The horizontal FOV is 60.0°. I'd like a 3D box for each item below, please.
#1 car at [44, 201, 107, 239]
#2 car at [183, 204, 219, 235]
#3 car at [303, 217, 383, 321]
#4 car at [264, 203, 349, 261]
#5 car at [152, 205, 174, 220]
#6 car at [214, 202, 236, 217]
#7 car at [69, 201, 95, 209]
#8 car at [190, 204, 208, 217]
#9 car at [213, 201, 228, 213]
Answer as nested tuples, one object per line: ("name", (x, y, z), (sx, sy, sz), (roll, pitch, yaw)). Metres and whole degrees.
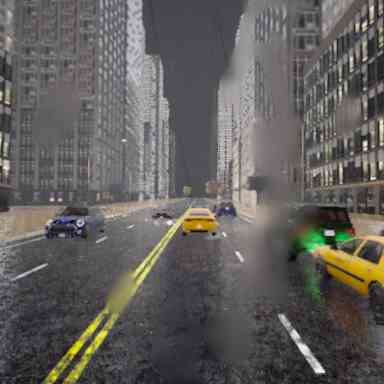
("car", (-6.303, 1.546, 18.473), (2.097, 1.767, 4.553), (0, -1, 1))
("car", (0.444, 1.764, 20.771), (1.882, 1.535, 5.008), (1, 0, 1))
("car", (4.319, 1.597, 7.446), (1.801, 1.575, 5.366), (0, -1, 1))
("car", (4.429, 1.446, 13.289), (2.150, 2.045, 5.566), (0, -1, 1))
("car", (-2.770, 1.976, 33.409), (2.033, 1.411, 5.357), (0, -1, 1))
("car", (3.998, 1.919, 39.178), (2.097, 1.767, 4.553), (0, -1, 1))
("car", (-21.278, 2.512, 64.600), (4.403, 1.369, 2.008), (0, -1, 0))
("car", (0.774, 2.099, 38.912), (1.994, 1.385, 4.181), (0, -1, 1))
("car", (4.119, 2.185, 49.420), (1.882, 1.535, 5.008), (0, -1, 1))
